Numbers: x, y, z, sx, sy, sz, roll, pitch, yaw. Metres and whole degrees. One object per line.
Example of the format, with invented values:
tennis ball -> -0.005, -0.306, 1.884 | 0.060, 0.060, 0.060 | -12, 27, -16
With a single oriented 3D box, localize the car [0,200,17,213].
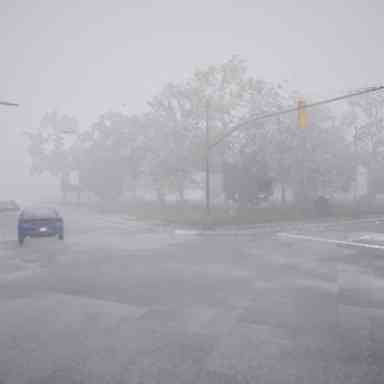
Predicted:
car -> -20.397, 1.529, 36.904 | 1.994, 1.385, 4.181 | 0, 0, -33

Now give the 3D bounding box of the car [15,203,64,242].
car -> -7.622, 1.477, 16.609 | 1.882, 1.535, 5.008 | 0, 0, -28
